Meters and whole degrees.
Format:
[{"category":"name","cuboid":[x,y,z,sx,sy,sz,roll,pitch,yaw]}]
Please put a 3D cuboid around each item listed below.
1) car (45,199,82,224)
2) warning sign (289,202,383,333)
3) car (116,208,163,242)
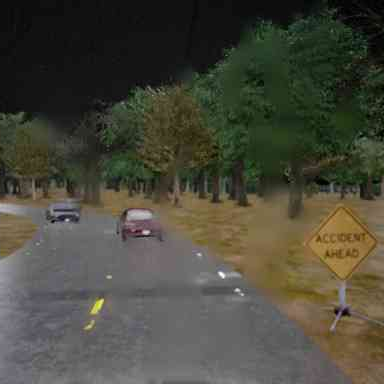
[{"category":"car","cuboid":[-9.558,1.457,24.324,2.033,1.411,5.357,1,0,-30]},{"category":"warning sign","cuboid":[2.433,1.116,5.426,1.300,1.860,1.060,-1,-1,-5]},{"category":"car","cuboid":[-2.596,1.501,16.115,1.812,1.442,4.674,0,0,-17]}]
